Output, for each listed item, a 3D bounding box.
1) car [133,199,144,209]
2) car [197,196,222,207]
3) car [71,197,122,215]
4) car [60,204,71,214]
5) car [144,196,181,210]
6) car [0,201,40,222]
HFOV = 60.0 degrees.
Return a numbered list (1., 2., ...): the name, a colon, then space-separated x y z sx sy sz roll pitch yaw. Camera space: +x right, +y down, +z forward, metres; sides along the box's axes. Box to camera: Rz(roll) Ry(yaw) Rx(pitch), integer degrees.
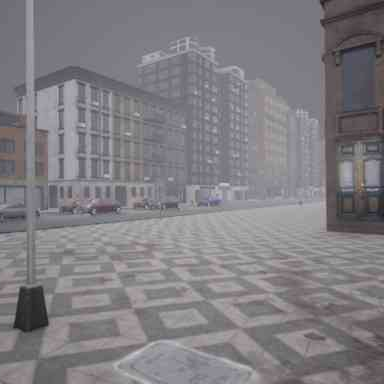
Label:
1. car: -5.585 1.475 44.032 1.882 1.535 5.008 -1 0 36
2. car: 2.659 1.426 49.955 1.882 1.535 5.008 -1 0 36
3. car: -9.270 1.343 33.257 2.097 1.767 4.553 -1 0 35
4. car: -11.648 1.497 35.516 1.882 1.535 5.008 -1 0 35
5. car: -3.350 1.322 41.572 2.097 1.767 4.553 -1 0 35
6. car: -14.262 1.572 26.228 1.994 1.385 4.181 -1 0 35
